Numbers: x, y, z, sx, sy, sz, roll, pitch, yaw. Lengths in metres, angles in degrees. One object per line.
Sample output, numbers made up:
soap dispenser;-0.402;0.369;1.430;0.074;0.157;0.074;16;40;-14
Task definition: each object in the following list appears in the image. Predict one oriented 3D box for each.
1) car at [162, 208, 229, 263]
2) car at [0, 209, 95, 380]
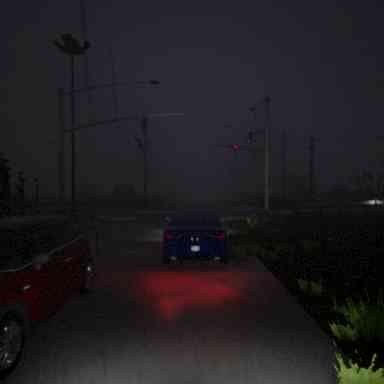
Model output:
car;0.096;1.281;11.194;1.882;1.535;5.008;0;1;0
car;-3.167;1.256;5.316;2.097;1.767;4.553;0;1;0
